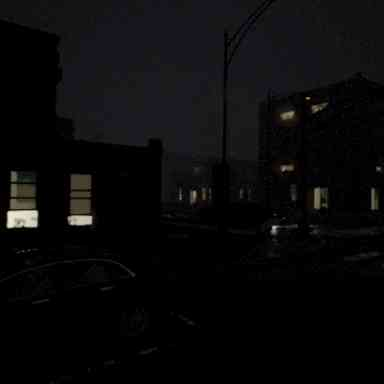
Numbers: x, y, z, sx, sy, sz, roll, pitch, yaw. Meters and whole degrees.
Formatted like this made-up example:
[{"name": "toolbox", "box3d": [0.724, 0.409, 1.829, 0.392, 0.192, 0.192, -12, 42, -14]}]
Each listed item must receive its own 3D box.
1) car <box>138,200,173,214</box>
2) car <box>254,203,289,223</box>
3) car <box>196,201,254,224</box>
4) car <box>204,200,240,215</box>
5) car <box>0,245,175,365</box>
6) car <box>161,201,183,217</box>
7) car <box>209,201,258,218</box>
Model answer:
[{"name": "car", "box3d": [-4.320, 1.707, 38.742, 1.837, 1.490, 4.892, 1, -1, -35]}, {"name": "car", "box3d": [5.153, 1.588, 25.266, 1.812, 1.442, 4.674, 1, -1, -35]}, {"name": "car", "box3d": [2.120, 1.574, 24.839, 1.887, 1.381, 4.507, 1, -1, -35]}, {"name": "car", "box3d": [3.374, 1.696, 38.072, 1.967, 1.590, 4.097, 1, -1, -35]}, {"name": "car", "box3d": [-2.334, 1.549, 4.878, 4.403, 1.369, 2.008, 0, 1, -36]}, {"name": "car", "box3d": [-3.060, 1.688, 32.201, 1.802, 1.307, 4.206, 1, -1, -35]}, {"name": "car", "box3d": [3.963, 1.647, 32.475, 1.882, 1.535, 5.008, 1, -1, -35]}]
